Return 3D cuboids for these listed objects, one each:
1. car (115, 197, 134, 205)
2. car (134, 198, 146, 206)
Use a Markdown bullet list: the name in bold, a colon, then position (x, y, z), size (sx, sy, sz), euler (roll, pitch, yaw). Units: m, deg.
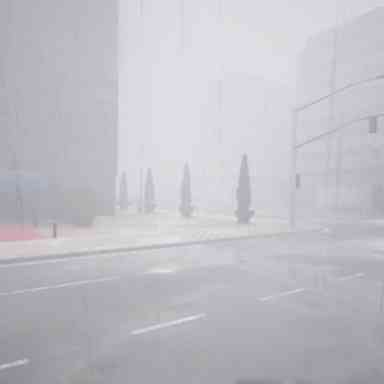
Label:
- **car**: position (-13.108, 1.723, 61.029), size (2.128, 1.511, 4.902), euler (1, 0, -35)
- **car**: position (-10.391, 1.808, 63.255), size (2.033, 1.411, 5.357), euler (1, 0, -35)
